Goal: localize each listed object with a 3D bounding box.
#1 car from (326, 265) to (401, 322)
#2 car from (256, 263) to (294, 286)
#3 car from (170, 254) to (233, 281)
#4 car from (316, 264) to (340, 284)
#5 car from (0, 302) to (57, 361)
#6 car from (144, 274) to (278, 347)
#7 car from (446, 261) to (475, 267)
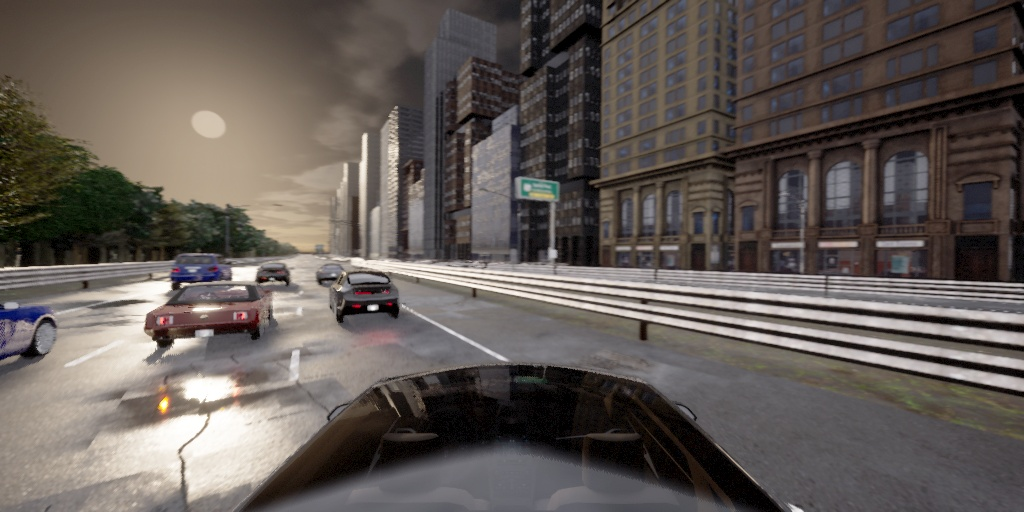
[{"bbox_3d":[-5.203,1.236,12.433,1.837,1.490,4.892,0,0,-30],"label":"car"},{"bbox_3d":[-16.091,1.189,24.336,1.837,1.490,4.892,0,0,-30],"label":"car"},{"bbox_3d":[-18.641,0.886,21.753,2.150,2.045,5.566,0,0,-30],"label":"car"},{"bbox_3d":[-13.420,1.268,26.709,1.994,1.385,4.181,0,0,-30],"label":"car"},{"bbox_3d":[-9.073,1.176,5.123,1.882,1.535,5.008,0,0,-30],"label":"car"},{"bbox_3d":[-7.486,1.314,9.381,1.895,1.301,4.718,0,0,-30],"label":"car"},{"bbox_3d":[-7.374,1.396,50.889,5.008,1.535,1.882,1,0,42],"label":"car"}]
